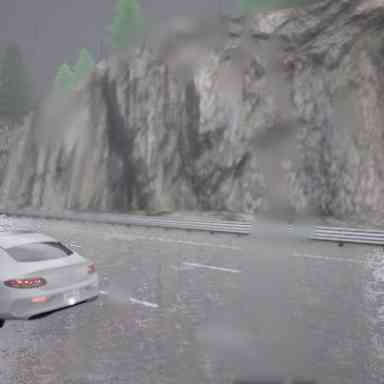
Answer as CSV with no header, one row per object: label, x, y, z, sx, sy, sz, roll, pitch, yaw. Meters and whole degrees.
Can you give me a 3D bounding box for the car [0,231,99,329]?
car,-3.830,1.525,6.766,4.674,1.442,1.812,0,0,36
